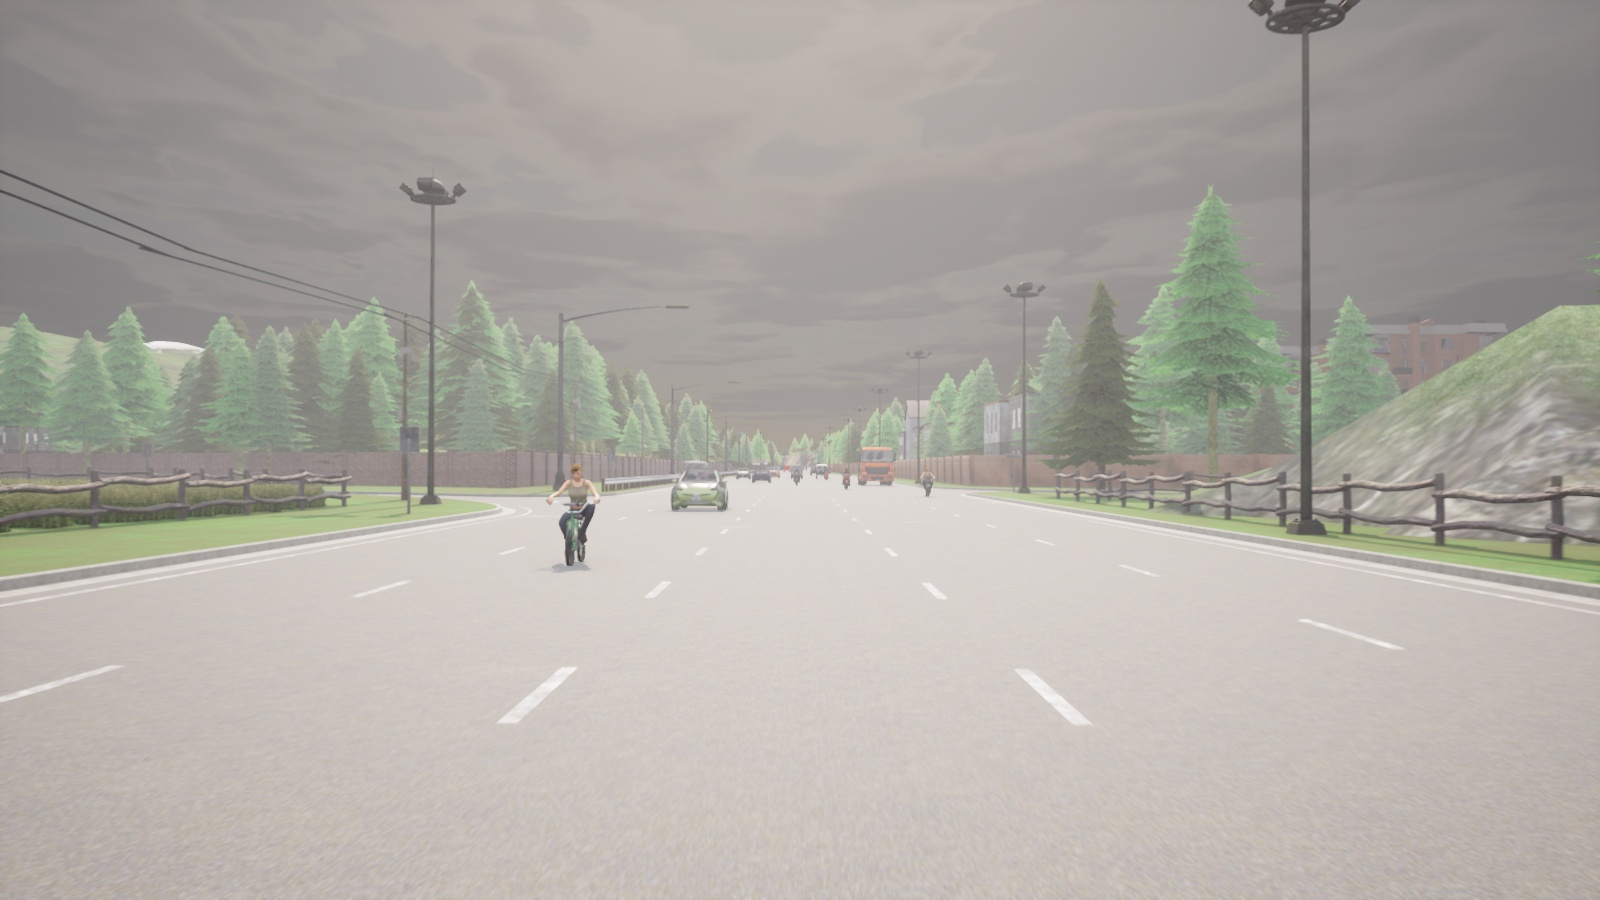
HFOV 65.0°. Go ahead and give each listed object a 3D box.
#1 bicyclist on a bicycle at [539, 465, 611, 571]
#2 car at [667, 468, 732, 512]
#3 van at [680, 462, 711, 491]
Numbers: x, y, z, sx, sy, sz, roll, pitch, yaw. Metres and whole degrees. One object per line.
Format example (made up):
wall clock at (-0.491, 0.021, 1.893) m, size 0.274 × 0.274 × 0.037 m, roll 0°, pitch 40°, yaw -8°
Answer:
bicyclist on a bicycle at (-3.543, 1.047, 19.921) m, size 0.866 × 1.612 × 1.509 m, roll 0°, pitch -1°, yaw 0°
car at (-3.610, 1.428, 45.886) m, size 2.007 × 1.525 × 4.514 m, roll 0°, pitch -1°, yaw 0°
van at (-7.208, 1.838, 87.059) m, size 1.775 × 1.987 × 4.442 m, roll 0°, pitch -1°, yaw 0°
